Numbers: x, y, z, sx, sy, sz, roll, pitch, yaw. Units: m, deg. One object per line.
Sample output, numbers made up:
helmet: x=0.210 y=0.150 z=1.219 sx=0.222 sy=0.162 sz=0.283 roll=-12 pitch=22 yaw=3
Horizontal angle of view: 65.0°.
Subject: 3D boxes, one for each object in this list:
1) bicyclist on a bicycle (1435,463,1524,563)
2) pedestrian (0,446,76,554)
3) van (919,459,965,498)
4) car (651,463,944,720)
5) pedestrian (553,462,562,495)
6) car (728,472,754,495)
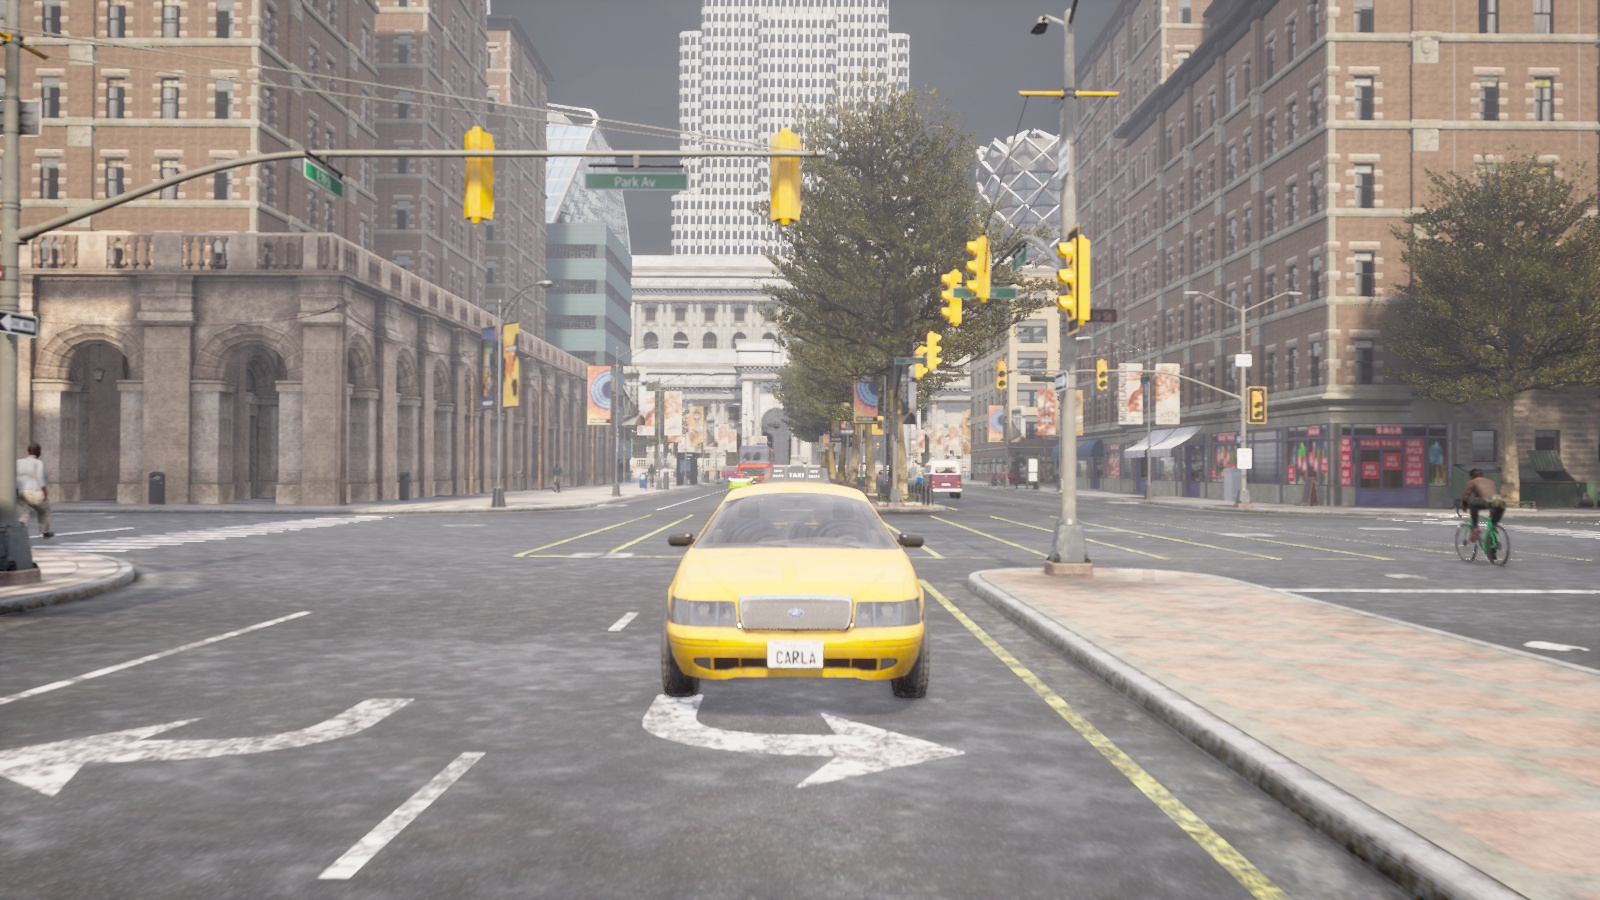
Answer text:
bicyclist on a bicycle: x=11.447 y=1.041 z=21.201 sx=0.582 sy=1.620 sz=1.656 roll=0 pitch=-1 yaw=0
pedestrian: x=-13.434 y=0.867 z=22.072 sx=0.874 sy=1.855 sz=0.900 roll=0 pitch=-1 yaw=2
van: x=7.831 y=1.561 z=69.610 sx=2.069 sy=2.038 sz=4.480 roll=0 pitch=-1 yaw=0
car: x=-0.026 y=0.908 z=10.430 sx=1.801 sy=1.575 sz=5.366 roll=0 pitch=-1 yaw=0
pedestrian: x=-13.720 y=1.601 z=70.953 sx=0.370 sy=1.835 sz=0.726 roll=0 pitch=-1 yaw=0
car: x=-3.653 y=2.063 z=77.839 sx=1.481 sy=1.376 sz=2.207 roll=0 pitch=-1 yaw=1
